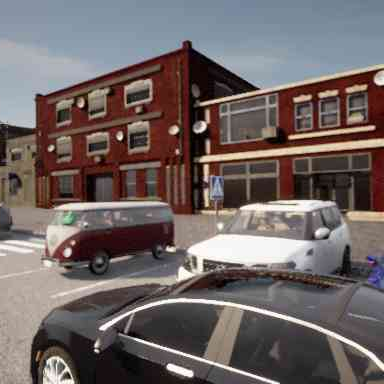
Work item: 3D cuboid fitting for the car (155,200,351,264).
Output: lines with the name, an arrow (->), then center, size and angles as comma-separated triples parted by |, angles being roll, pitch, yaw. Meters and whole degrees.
car -> 2.008, 1.246, 7.487 | 2.435, 2.045, 5.566 | -1, 0, 35

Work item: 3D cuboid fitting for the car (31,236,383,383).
car -> 0.453, 1.497, 3.059 | 4.892, 1.490, 1.837 | 1, 0, 35

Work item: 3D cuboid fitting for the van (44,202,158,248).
van -> -2.531, 1.320, 10.615 | 1.878, 1.987, 4.442 | -1, 0, 35
